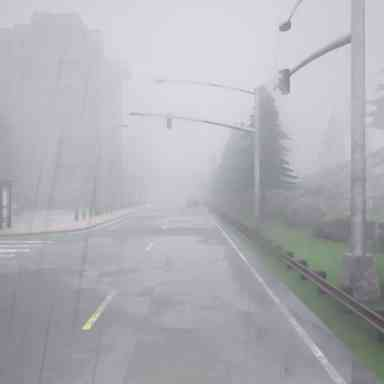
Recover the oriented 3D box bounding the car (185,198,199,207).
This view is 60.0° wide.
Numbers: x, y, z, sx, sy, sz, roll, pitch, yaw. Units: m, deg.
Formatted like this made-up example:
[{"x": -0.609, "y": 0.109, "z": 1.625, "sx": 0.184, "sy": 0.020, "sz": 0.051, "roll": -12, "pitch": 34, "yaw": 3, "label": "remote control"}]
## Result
[{"x": 0.019, "y": 1.564, "z": 50.591, "sx": 1.994, "sy": 1.385, "sz": 4.181, "roll": 0, "pitch": 0, "yaw": 0, "label": "car"}]
